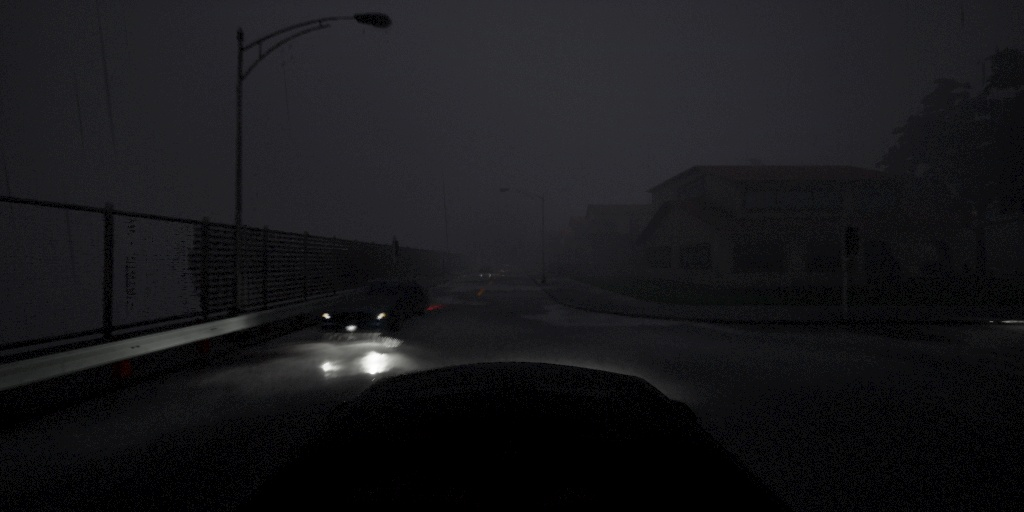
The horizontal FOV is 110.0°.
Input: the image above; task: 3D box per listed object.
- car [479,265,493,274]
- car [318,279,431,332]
[{"bbox_3d":[-3.990,2.050,55.345,1.994,1.385,4.181,0,0,0],"label":"car"},{"bbox_3d":[-4.014,1.456,11.625,2.033,1.411,5.357,0,-1,0],"label":"car"}]
